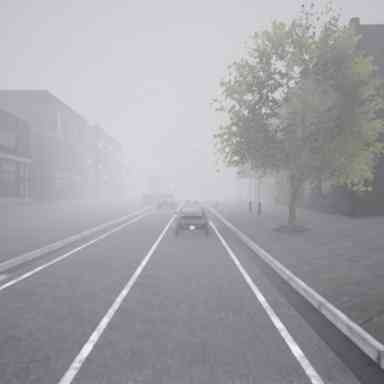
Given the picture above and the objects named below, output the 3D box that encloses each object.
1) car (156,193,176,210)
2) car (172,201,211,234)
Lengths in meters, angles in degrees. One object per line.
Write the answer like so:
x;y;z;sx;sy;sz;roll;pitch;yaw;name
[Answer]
-3.197;1.180;41.705;2.150;2.045;5.566;0;0;0;car
0.003;1.529;19.307;1.837;1.490;4.892;0;1;0;car
